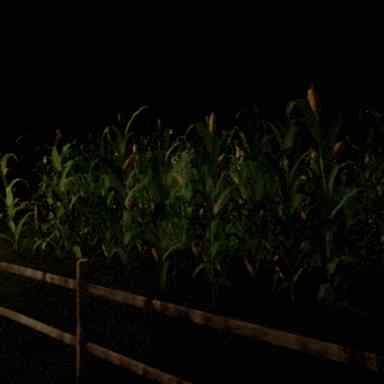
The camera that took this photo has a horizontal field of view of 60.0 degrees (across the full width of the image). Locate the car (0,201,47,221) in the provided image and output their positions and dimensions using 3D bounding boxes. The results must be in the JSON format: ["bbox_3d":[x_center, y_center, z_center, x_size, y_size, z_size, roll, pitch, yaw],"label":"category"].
[{"bbox_3d":[-12.517,1.355,24.612,1.895,1.301,4.718,0,1,38],"label":"car"}]
